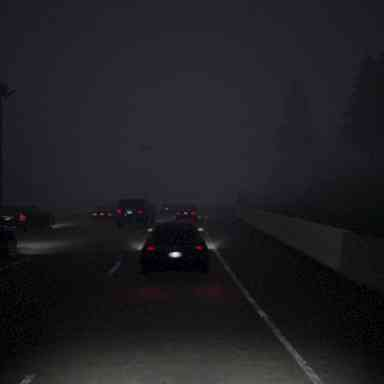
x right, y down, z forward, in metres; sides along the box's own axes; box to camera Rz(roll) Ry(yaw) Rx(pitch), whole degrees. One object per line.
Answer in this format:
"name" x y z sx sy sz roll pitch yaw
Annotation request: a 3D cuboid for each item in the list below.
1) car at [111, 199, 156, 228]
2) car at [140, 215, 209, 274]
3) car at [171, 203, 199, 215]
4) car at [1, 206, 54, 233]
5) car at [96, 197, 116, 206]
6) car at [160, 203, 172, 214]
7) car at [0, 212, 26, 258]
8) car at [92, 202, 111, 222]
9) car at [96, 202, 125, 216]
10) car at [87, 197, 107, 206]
"car" -4.165 1.524 25.292 2.150 2.045 5.566 -1 -1 2
"car" -0.543 1.686 11.014 1.994 1.385 4.181 -1 0 -2
"car" -0.374 1.870 30.598 2.033 1.411 5.357 -1 -1 3
"car" -11.168 1.691 22.455 2.097 1.767 4.553 -1 -1 1
"car" -20.269 2.177 78.684 2.150 2.045 5.566 -1 -1 16
"car" -2.757 2.031 42.313 1.994 1.385 4.181 -1 -1 7
"car" -7.535 1.660 10.669 1.882 1.535 5.008 -1 0 -2
"car" -7.396 1.933 30.370 2.033 1.411 5.357 -1 -1 3
"car" -9.967 1.997 40.998 1.882 1.535 5.008 -1 -1 7
"car" -23.152 2.222 81.264 2.150 2.045 5.566 -1 -1 16
